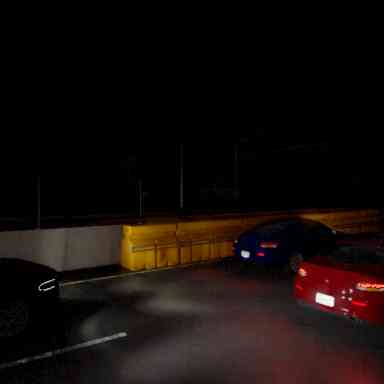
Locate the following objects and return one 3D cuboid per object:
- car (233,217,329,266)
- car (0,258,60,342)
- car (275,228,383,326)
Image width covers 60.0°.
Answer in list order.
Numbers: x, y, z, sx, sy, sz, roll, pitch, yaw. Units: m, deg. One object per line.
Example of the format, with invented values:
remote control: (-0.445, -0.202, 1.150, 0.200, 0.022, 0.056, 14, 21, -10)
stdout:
car: (3.336, 1.526, 10.430, 4.674, 1.442, 1.812, 0, 0, -35)
car: (-4.570, 1.478, 4.785, 5.008, 1.535, 1.882, 0, 0, -35)
car: (3.961, 1.526, 6.583, 4.674, 1.442, 1.812, 0, 0, -36)
